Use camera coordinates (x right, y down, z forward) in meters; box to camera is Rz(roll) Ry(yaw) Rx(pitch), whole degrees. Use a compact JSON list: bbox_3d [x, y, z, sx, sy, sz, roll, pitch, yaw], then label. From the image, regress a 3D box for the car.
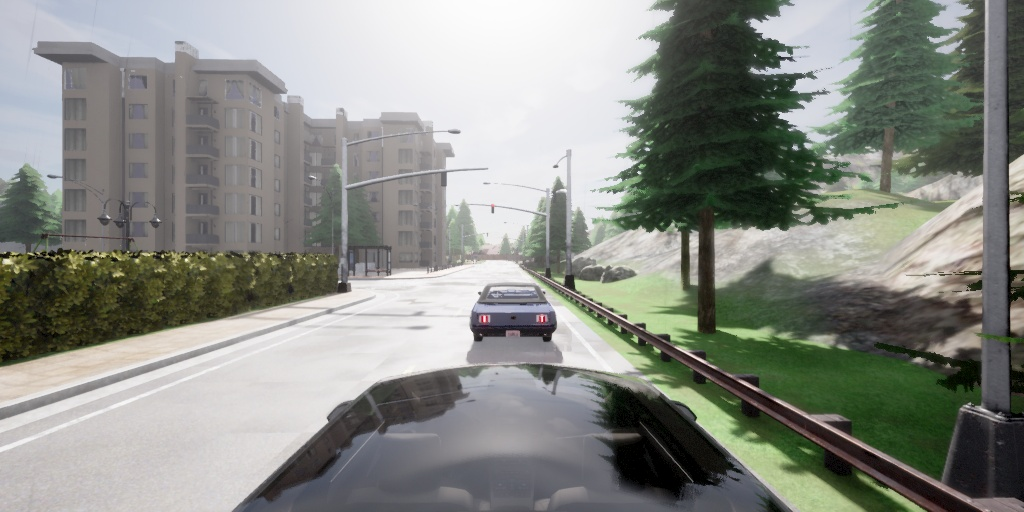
[{"bbox_3d":[-0.003,1.351,9.771,1.895,1.301,4.718,0,0,-1],"label":"car"}]
